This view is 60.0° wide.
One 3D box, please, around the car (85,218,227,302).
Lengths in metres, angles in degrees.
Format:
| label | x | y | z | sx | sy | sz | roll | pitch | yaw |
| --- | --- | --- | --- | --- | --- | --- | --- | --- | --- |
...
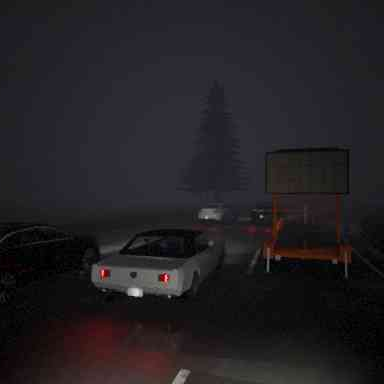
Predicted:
| label | x | y | z | sx | sy | sz | roll | pitch | yaw |
| --- | --- | --- | --- | --- | --- | --- | --- | --- | --- |
| car | -0.426 | 1.600 | 8.399 | 1.895 | 1.301 | 4.718 | 0 | 0 | 17 |

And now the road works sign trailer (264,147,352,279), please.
| label | x | y | z | sx | sy | sz | roll | pitch | yaw |
| --- | --- | --- | --- | --- | --- | --- | --- | --- | --- |
| road works sign trailer | 3.517 | 0.463 | 10.287 | 2.380 | 3.560 | 2.880 | 0 | 0 | 19 |

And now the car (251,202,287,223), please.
| label | x | y | z | sx | sy | sz | roll | pitch | yaw |
| --- | --- | --- | --- | --- | --- | --- | --- | --- | --- |
| car | 5.878 | 1.489 | 25.160 | 2.128 | 1.511 | 4.902 | 0 | 0 | 26 |

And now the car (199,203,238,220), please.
| label | x | y | z | sx | sy | sz | roll | pitch | yaw |
| --- | --- | --- | --- | --- | --- | --- | --- | --- | --- |
| car | 2.020 | 1.523 | 25.177 | 1.812 | 1.442 | 4.674 | 0 | 0 | 25 |

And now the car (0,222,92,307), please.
| label | x | y | z | sx | sy | sz | roll | pitch | yaw |
| --- | --- | --- | --- | --- | --- | --- | --- | --- | --- |
| car | -4.151 | 1.490 | 8.107 | 2.128 | 1.511 | 4.902 | 0 | 0 | 16 |
